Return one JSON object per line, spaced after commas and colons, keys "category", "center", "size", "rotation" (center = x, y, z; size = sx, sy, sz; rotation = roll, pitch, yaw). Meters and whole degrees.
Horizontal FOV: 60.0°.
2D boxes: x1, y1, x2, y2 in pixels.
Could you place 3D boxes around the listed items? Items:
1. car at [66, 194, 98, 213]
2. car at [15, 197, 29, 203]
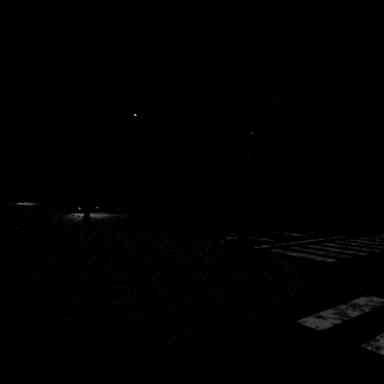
{"category": "car", "center": [-12.042, 1.215, 36.129], "size": [2.150, 2.045, 5.566], "rotation": [1, 0, -36]}
{"category": "car", "center": [-34.284, 1.587, 67.161], "size": [1.895, 1.301, 4.718], "rotation": [1, -1, -36]}
